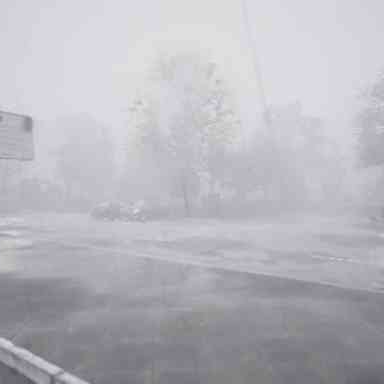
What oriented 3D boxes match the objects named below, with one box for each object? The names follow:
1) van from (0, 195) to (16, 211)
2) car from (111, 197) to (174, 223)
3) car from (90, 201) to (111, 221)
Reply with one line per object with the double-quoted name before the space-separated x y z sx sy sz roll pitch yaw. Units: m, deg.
"van" -23.088 1.287 38.646 1.878 1.987 4.442 -1 -1 35
"car" -3.379 1.289 25.006 2.185 1.767 4.553 0 0 35
"car" -6.002 1.451 26.788 2.002 1.452 4.674 0 0 35
